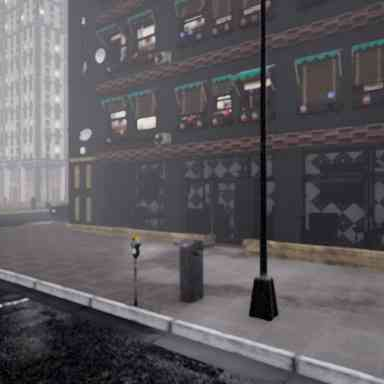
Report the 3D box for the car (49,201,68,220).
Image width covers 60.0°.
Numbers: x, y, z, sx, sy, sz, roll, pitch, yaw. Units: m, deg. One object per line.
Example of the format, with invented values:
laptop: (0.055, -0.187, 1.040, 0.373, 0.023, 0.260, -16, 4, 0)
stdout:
car: (-7.701, 1.216, 23.102, 1.947, 1.339, 4.313, 1, 2, 35)
